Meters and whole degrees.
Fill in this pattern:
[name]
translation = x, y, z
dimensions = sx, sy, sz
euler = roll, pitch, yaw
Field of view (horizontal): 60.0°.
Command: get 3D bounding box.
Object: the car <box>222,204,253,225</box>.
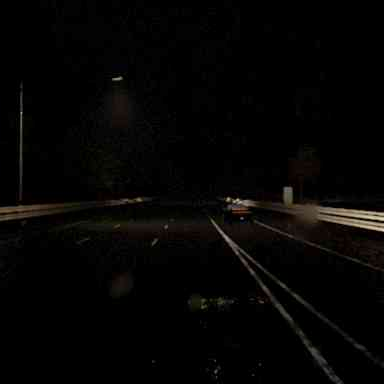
[car]
translation = 3.497, 1.676, 25.821
dimensions = 2.128, 1.511, 4.902
euler = 0, 0, 0
